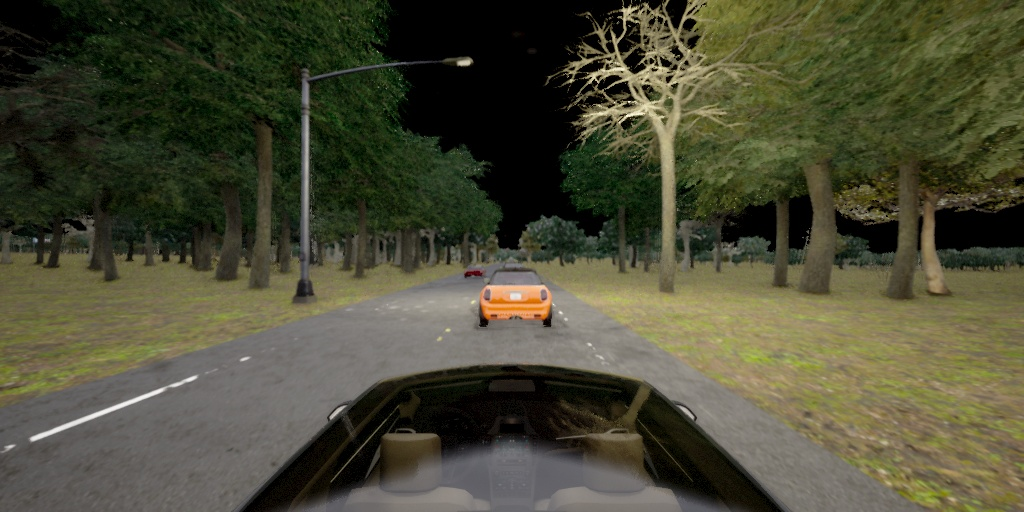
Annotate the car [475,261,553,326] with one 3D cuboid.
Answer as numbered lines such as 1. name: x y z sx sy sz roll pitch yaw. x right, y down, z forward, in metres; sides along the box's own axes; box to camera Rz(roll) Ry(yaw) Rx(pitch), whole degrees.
1. car: 0.103 1.151 12.006 2.097 1.767 4.553 0 0 0

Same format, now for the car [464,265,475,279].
1. car: -3.587 1.547 35.314 1.895 1.301 4.718 0 0 0
